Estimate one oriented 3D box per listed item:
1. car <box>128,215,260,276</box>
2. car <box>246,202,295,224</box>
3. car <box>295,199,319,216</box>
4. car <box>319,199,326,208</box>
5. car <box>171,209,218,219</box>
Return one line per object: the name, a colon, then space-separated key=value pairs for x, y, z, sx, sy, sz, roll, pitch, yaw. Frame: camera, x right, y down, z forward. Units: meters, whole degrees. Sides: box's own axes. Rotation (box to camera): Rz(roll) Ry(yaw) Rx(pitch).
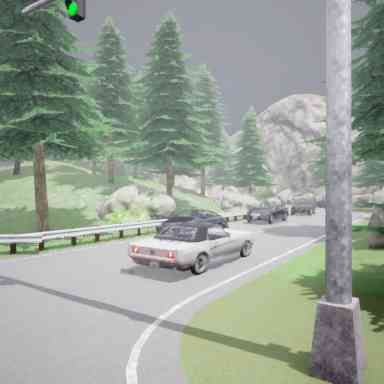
car: x=0.265 y=1.638 z=10.627 sx=1.895 sy=1.301 sz=4.718 roll=0 pitch=0 yaw=34
car: x=5.749 y=1.507 z=25.038 sx=2.128 sy=1.511 sz=4.902 roll=0 pitch=0 yaw=34
car: x=11.299 y=1.520 z=33.617 sx=1.837 sy=1.490 sz=4.892 roll=0 pitch=0 yaw=27
car: x=18.108 y=1.620 z=44.378 sx=1.994 sy=1.385 sz=4.181 roll=1 pitch=0 yaw=-8
car: x=0.137 y=1.579 z=16.828 sx=1.994 sy=1.385 sz=4.181 roll=0 pitch=0 yaw=34
